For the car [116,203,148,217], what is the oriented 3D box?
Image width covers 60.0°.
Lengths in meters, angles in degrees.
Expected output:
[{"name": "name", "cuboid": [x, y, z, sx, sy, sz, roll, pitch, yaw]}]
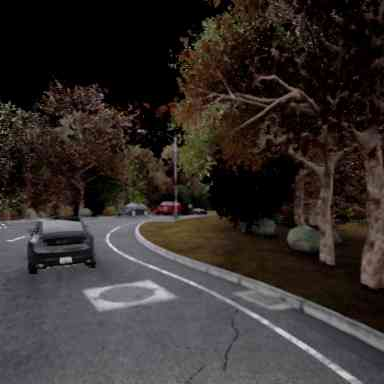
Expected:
[{"name": "car", "cuboid": [-6.625, 1.984, 37.362, 1.837, 1.490, 4.892, -1, -3, 19]}]

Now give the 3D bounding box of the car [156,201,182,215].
[{"name": "car", "cuboid": [-3.226, 2.301, 47.413, 2.150, 2.045, 5.566, -1, -4, 18]}]

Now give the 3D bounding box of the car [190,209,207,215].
[{"name": "car", "cuboid": [1.323, 3.735, 60.672, 2.033, 1.411, 5.357, -1, -5, 19]}]

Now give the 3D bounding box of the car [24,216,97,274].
[{"name": "car", "cuboid": [-4.384, 1.567, 11.048, 1.837, 1.490, 4.892, -1, 0, -25]}]
